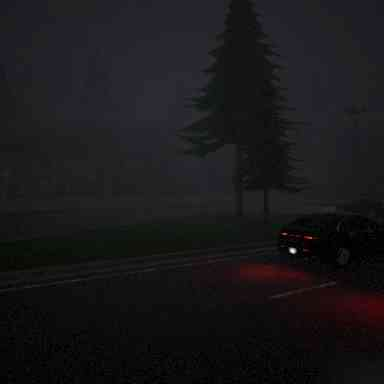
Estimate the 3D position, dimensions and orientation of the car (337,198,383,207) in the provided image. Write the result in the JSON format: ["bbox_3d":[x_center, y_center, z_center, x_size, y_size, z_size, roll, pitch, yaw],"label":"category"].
[{"bbox_3d":[14.310,1.258,27.508,1.882,1.535,5.008,1,0,-24],"label":"car"}]

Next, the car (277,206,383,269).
[{"bbox_3d":[4.933,1.417,10.830,4.892,1.490,1.837,0,0,-32],"label":"car"}]

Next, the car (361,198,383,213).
[{"bbox_3d":[19.102,1.305,32.541,1.994,1.385,4.181,0,0,-34],"label":"car"}]

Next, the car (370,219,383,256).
[{"bbox_3d":[6.507,1.415,7.694,5.008,1.535,1.882,0,1,-32],"label":"car"}]
